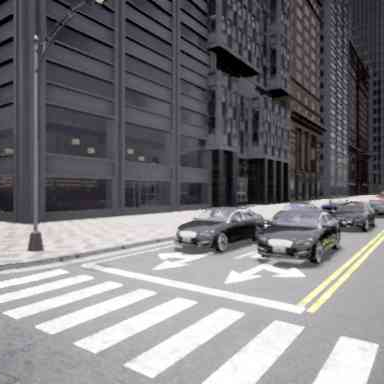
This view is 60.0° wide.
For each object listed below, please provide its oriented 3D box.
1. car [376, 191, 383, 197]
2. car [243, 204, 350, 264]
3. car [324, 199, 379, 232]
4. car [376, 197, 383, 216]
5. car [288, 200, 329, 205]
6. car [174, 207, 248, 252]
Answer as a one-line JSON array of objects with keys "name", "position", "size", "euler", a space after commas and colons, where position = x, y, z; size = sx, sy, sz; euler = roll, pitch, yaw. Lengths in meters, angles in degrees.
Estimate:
[{"name": "car", "position": [21.389, 0.940, 36.034], "size": [2.150, 2.045, 5.566], "euler": [0, 1, 36]}, {"name": "car", "position": [3.896, 1.402, 11.712], "size": [2.128, 1.511, 4.902], "euler": [0, 0, 34]}, {"name": "car", "position": [9.399, 1.358, 19.380], "size": [1.837, 1.490, 4.892], "euler": [0, 0, 36]}, {"name": "car", "position": [15.183, 1.355, 27.442], "size": [1.994, 1.385, 4.181], "euler": [0, 0, 36]}, {"name": "car", "position": [6.993, 1.390, 21.604], "size": [2.033, 1.411, 5.357], "euler": [0, 0, 36]}, {"name": "car", "position": [1.276, 1.394, 13.602], "size": [2.128, 1.511, 4.902], "euler": [0, 0, 37]}]
